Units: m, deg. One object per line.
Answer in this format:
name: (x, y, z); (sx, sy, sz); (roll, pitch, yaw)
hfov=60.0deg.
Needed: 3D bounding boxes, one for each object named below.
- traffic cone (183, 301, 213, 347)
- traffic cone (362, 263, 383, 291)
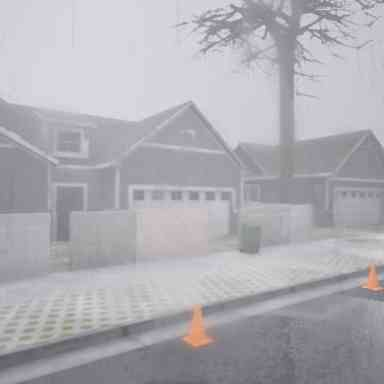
traffic cone: (0.092, 1.958, 5.051); (0.340, 0.580, 0.340); (0, 0, -35)
traffic cone: (4.280, 1.978, 7.875); (0.340, 0.580, 0.340); (0, 0, -33)
